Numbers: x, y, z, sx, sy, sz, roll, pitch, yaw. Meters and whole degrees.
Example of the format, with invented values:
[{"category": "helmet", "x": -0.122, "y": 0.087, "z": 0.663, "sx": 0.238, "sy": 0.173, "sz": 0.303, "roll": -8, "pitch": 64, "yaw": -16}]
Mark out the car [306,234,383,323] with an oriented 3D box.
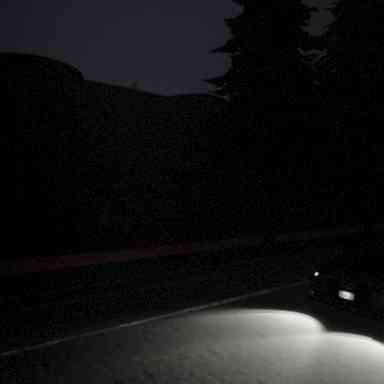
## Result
[{"category": "car", "x": 4.294, "y": 1.616, "z": 6.898, "sx": 4.181, "sy": 1.385, "sz": 1.994, "roll": 1, "pitch": 0, "yaw": -35}]
